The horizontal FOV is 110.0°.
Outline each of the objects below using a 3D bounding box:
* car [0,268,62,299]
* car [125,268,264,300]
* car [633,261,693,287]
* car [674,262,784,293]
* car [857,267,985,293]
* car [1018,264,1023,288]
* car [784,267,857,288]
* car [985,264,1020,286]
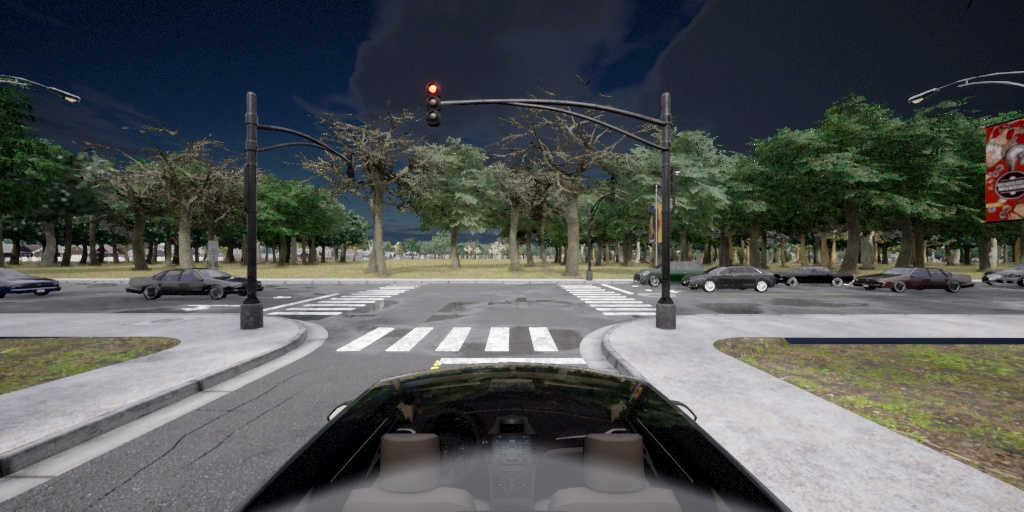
[{"bbox_3d":[-25.116,1.272,17.095,5.357,1.411,2.033,0,0,0],"label":"car"},{"bbox_3d":[-15.010,1.281,17.100,5.357,1.411,2.033,0,0,0],"label":"car"},{"bbox_3d":[10.478,1.109,23.813,4.553,1.767,2.097,0,0,0],"label":"car"},{"bbox_3d":[12.326,1.269,20.565,4.892,1.490,1.837,0,0,0],"label":"car"},{"bbox_3d":[22.967,1.328,20.572,5.357,1.411,2.033,0,0,0],"label":"car"},{"bbox_3d":[33.287,1.345,20.565,5.357,1.411,2.033,0,0,0],"label":"car"},{"bbox_3d":[19.489,1.371,23.819,4.718,1.301,1.895,0,0,0],"label":"car"},{"bbox_3d":[34.411,1.288,23.811,4.902,1.511,2.128,0,0,0],"label":"car"}]
